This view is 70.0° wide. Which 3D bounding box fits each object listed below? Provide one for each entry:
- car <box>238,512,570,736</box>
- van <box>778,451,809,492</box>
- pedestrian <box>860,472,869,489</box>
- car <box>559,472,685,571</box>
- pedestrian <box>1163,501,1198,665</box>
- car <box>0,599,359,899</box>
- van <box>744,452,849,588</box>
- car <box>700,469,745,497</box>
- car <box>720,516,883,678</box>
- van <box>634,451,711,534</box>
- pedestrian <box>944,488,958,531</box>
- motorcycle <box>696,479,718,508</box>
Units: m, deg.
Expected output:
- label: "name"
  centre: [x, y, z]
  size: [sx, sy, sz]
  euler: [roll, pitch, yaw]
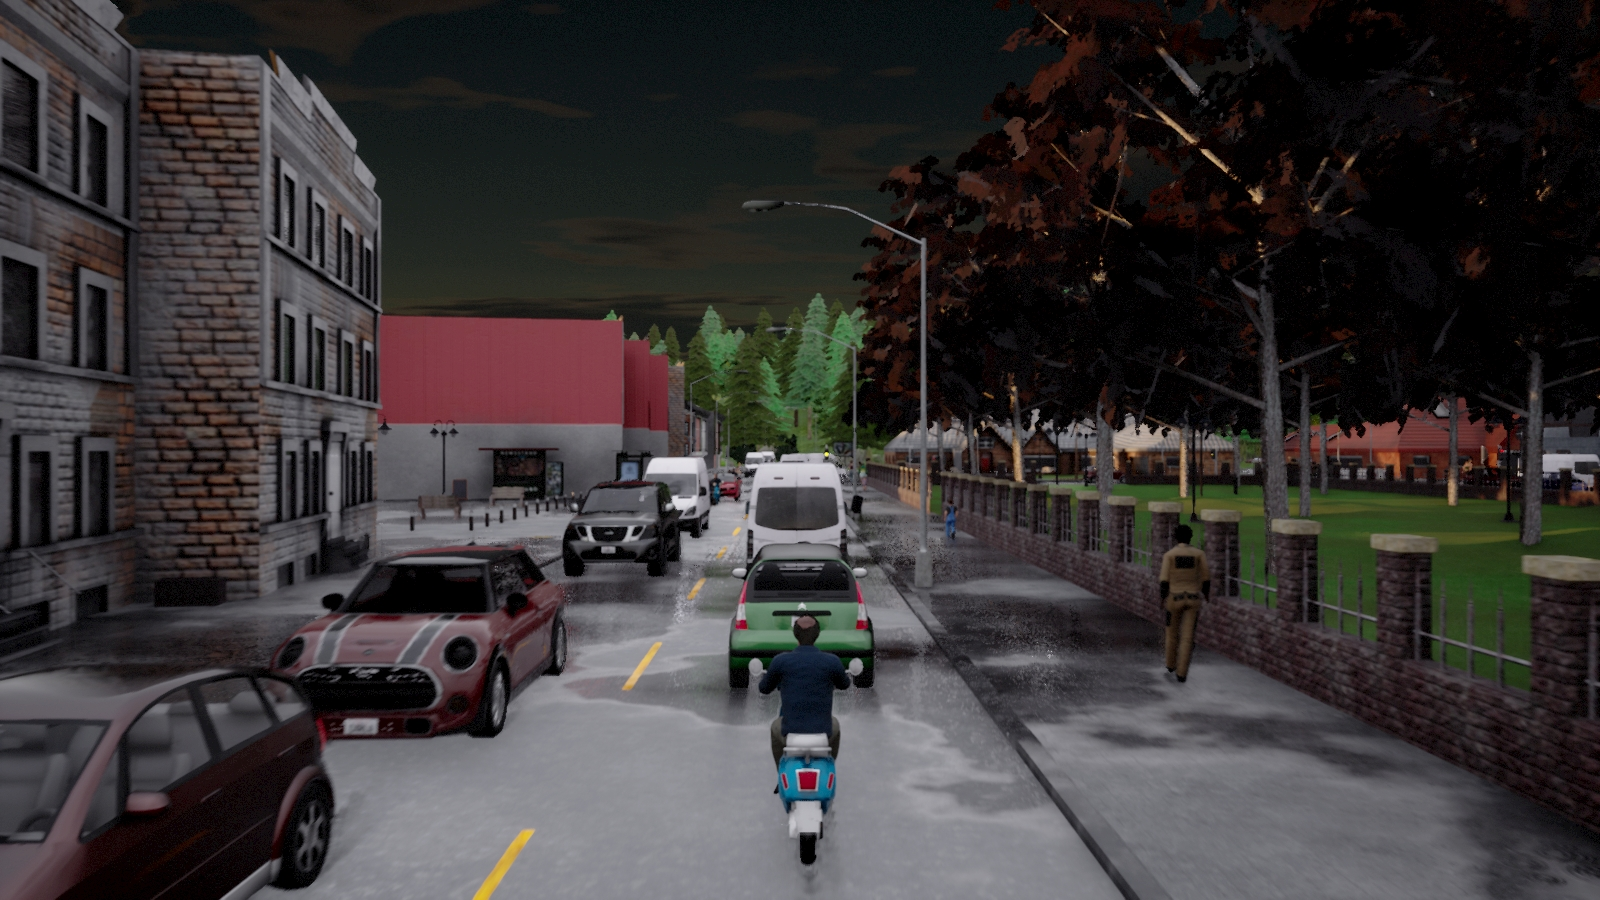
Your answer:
- label: "car"
  centre: [-4.017, 1.689, 12.544]
  size: [2.097, 1.767, 4.553]
  euler: [0, 0, 0]
- label: "van"
  centre: [-0.417, 1.335, 74.812]
  size: [1.988, 2.561, 5.915]
  euler: [0, 0, 0]
- label: "pedestrian"
  centre: [4.104, 1.924, 72.298]
  size: [0.500, 1.100, 0.500]
  euler: [0, 0, -6]
- label: "car"
  centre: [-4.067, 1.570, 27.076]
  size: [2.150, 2.045, 5.566]
  euler: [0, 0, 0]
- label: "pedestrian"
  centre: [4.426, 1.529, 13.301]
  size: [0.375, 1.860, 0.375]
  euler: [0, 0, 17]
- label: "car"
  centre: [-3.937, 1.808, 6.065]
  size: [1.789, 1.549, 3.705]
  euler: [0, 0, 0]
- label: "van"
  centre: [-0.089, 1.321, 24.523]
  size: [1.988, 2.561, 5.915]
  euler: [0, 0, 0]
- label: "car"
  centre: [-4.351, 1.860, 64.931]
  size: [2.231, 1.480, 4.892]
  euler: [0, 0, 0]
- label: "car"
  centre: [0.001, 1.784, 14.973]
  size: [1.851, 1.617, 3.988]
  euler: [0, 0, -1]
- label: "van"
  centre: [-4.188, 1.325, 38.423]
  size: [1.988, 2.561, 5.915]
  euler: [0, 0, 0]
- label: "pedestrian"
  centre: [4.638, 1.815, 35.114]
  size: [0.375, 1.300, 0.375]
  euler: [0, 0, 0]
- label: "motorcycle"
  centre: [-4.273, 1.999, 52.676]
  size: [0.867, 1.251, 2.209]
  euler: [0, 0, 0]
